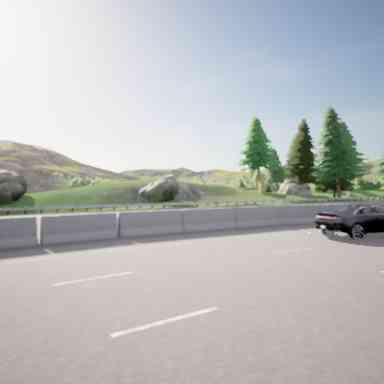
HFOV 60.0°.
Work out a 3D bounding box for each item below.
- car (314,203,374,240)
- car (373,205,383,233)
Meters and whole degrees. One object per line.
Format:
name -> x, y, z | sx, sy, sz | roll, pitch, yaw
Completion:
car -> 8.012, 1.288, 15.405 | 4.902, 1.511, 2.128 | -1, 0, -20
car -> 9.545, 1.295, 12.258 | 4.902, 1.511, 2.128 | -1, 0, -20
